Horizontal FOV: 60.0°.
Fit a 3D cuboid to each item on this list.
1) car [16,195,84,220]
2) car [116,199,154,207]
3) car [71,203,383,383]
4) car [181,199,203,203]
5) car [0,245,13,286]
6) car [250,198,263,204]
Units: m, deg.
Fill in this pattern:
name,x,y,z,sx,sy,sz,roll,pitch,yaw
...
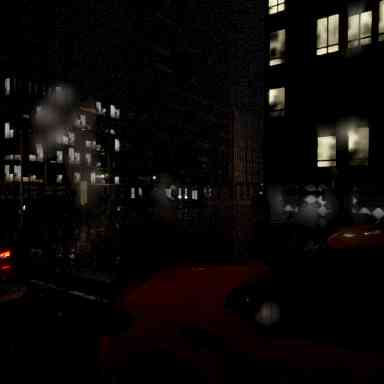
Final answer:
name,x,y,z,sx,sy,sz,roll,pitch,yaw
car,-12.245,1.280,29.174,2.150,2.045,5.566,1,0,39
car,-6.309,1.595,37.198,2.128,1.511,4.902,1,0,37
car,1.773,1.221,2.421,5.566,2.045,2.150,0,0,35
car,-0.154,1.676,45.448,1.812,1.442,4.674,1,0,36
car,-6.128,1.522,8.041,4.674,1.442,1.812,0,0,35
car,11.629,1.793,55.953,2.033,1.411,5.357,1,0,37
